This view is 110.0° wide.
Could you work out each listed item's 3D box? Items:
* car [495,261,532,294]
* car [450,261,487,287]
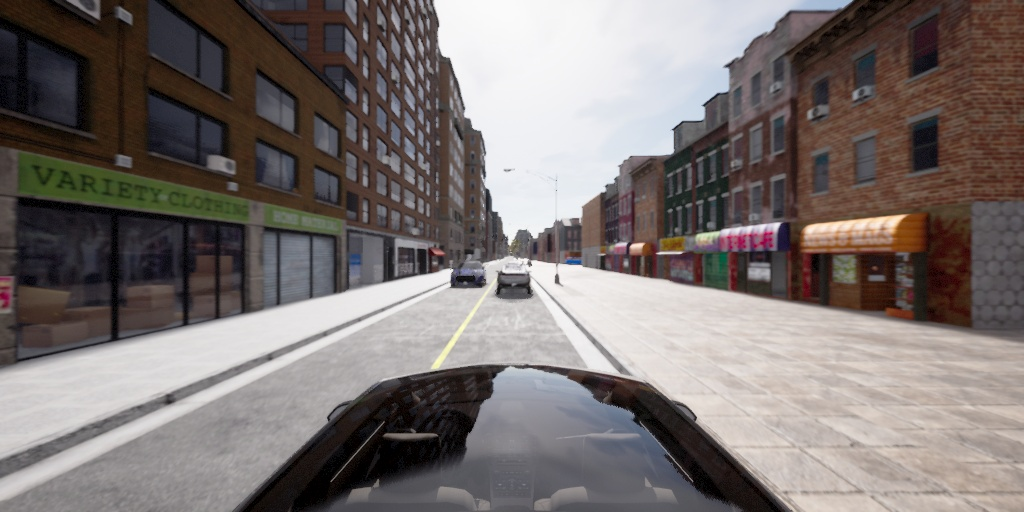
[{"bbox_3d":[0.098,1.240,20.312,2.128,1.511,4.902,0,0,0],"label":"car"},{"bbox_3d":[-2.854,1.105,24.282,2.097,1.767,4.553,0,0,0],"label":"car"}]
